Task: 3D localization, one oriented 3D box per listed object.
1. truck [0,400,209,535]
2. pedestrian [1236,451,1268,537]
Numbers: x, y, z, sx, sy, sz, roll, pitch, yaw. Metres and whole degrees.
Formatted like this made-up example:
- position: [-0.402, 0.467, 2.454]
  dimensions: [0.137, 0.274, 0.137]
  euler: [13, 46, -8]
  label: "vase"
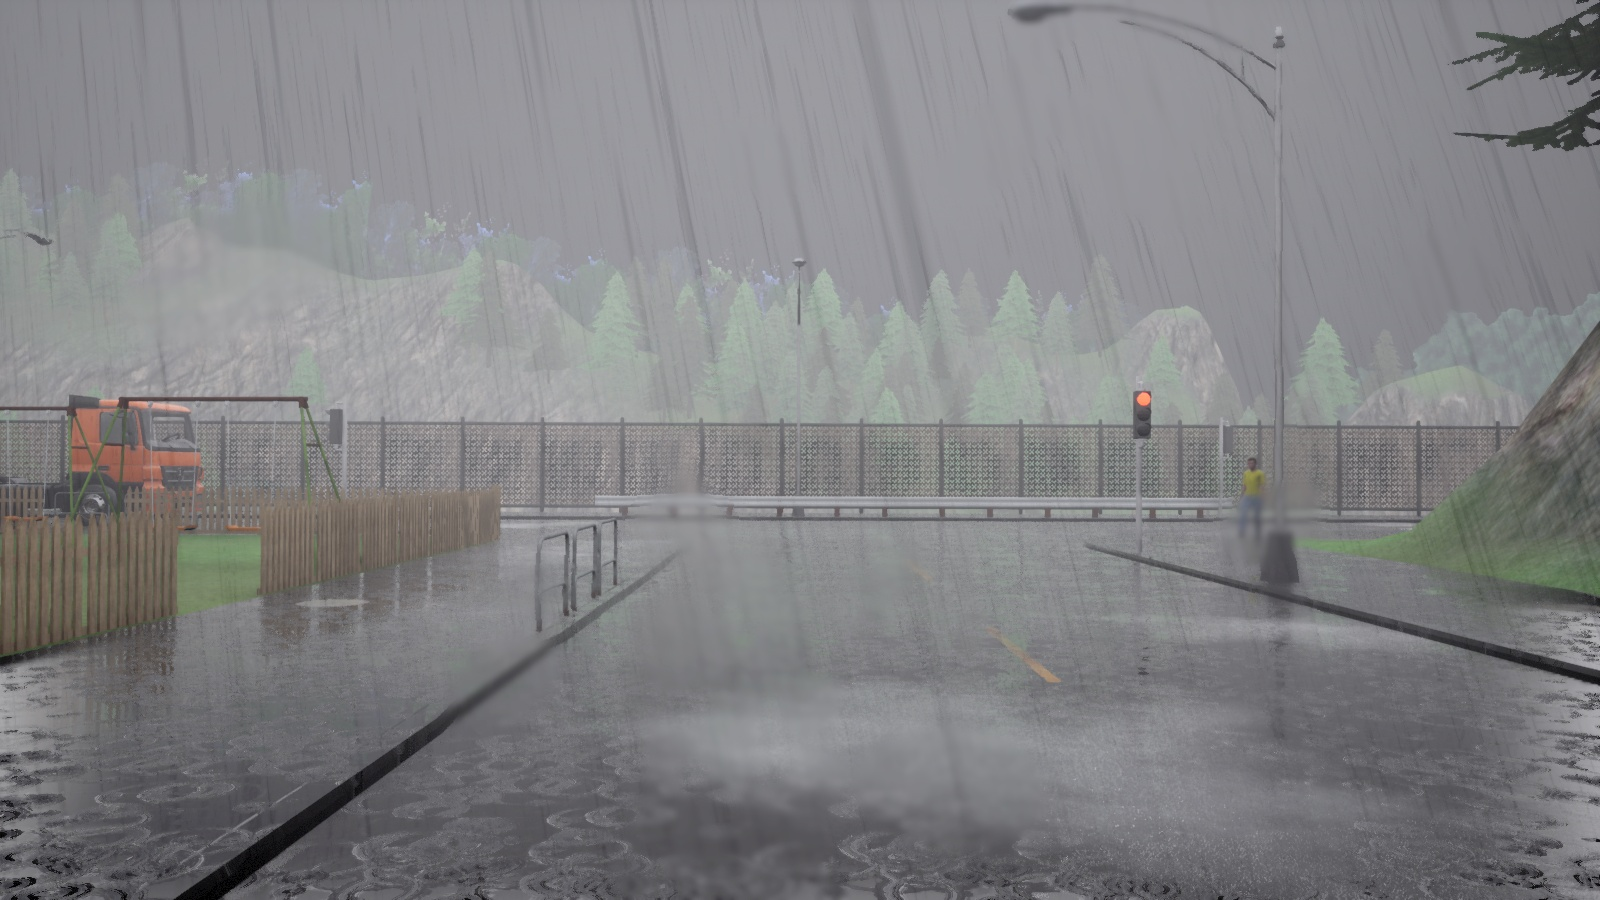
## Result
- position: [-20.482, 0.478, 33.609]
  dimensions: [7.936, 3.462, 2.891]
  euler: [0, -1, 0]
  label: "truck"
- position: [9.823, 0.942, 27.285]
  dimensions: [0.706, 1.836, 0.354]
  euler: [1, -1, -45]
  label: "pedestrian"
